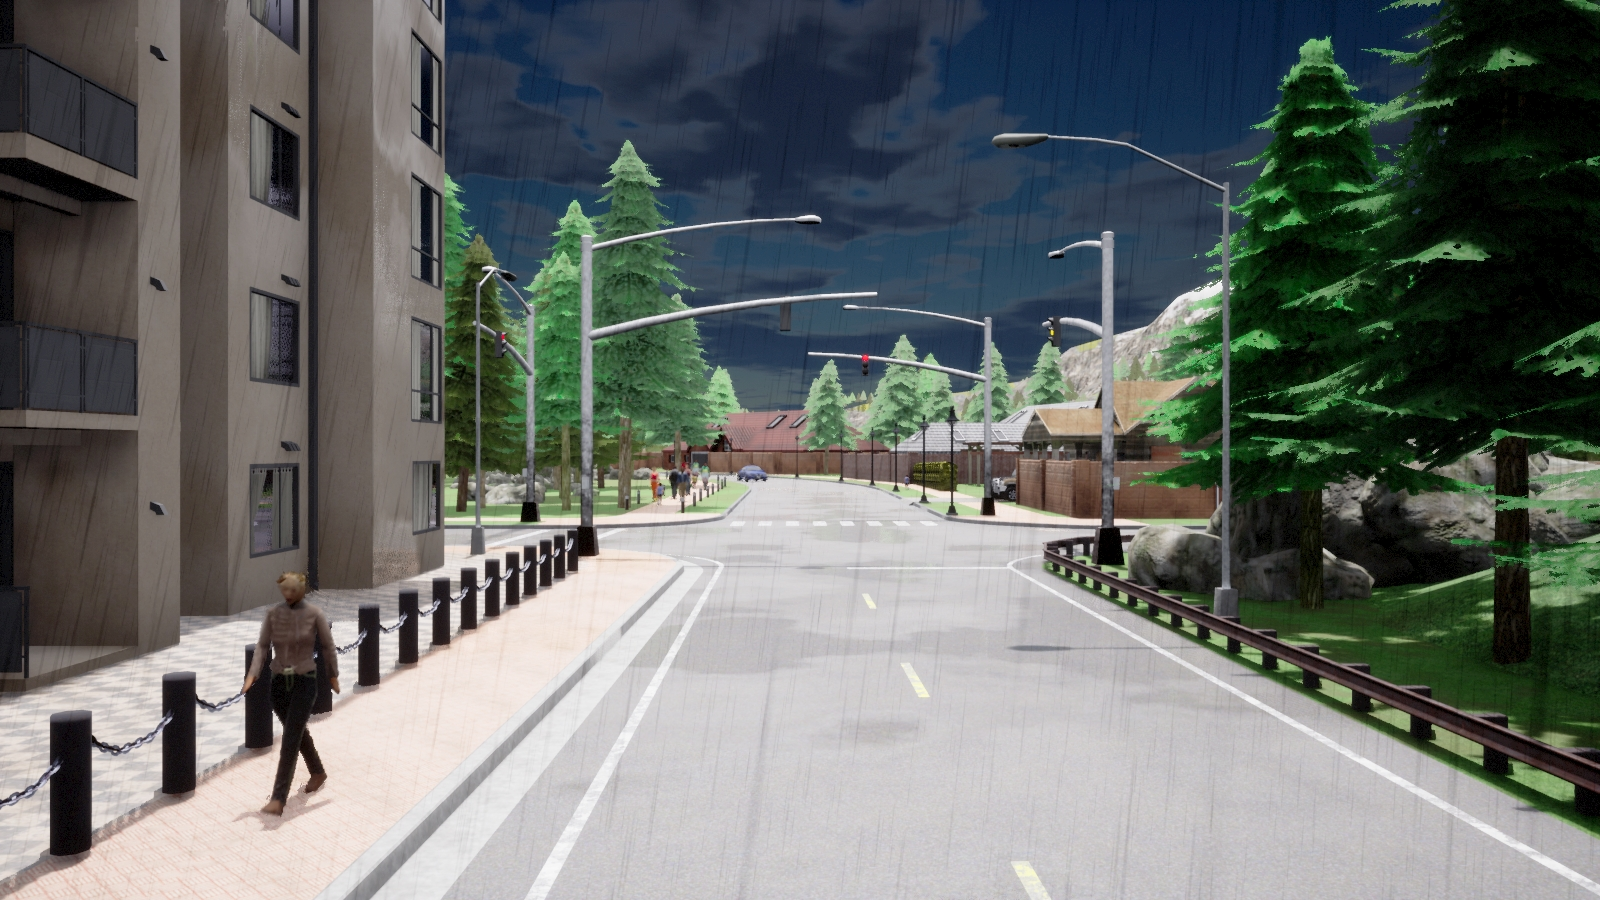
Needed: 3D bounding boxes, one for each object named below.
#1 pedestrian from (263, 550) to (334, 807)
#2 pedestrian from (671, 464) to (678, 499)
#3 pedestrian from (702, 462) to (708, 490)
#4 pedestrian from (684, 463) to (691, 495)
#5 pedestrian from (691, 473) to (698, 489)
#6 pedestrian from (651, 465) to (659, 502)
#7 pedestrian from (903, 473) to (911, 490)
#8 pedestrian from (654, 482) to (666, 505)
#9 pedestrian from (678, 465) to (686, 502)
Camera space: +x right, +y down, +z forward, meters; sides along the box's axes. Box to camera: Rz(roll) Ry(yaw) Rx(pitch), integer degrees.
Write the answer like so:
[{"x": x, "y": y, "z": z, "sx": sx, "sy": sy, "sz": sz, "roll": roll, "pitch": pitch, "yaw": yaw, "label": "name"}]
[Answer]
[{"x": -3.770, "y": 1.698, "z": 8.604, "sx": 0.375, "sy": 1.860, "sz": 0.375, "roll": 0, "pitch": 0, "yaw": -1, "label": "pedestrian"}, {"x": -6.775, "y": 1.702, "z": 61.793, "sx": 0.375, "sy": 1.860, "sz": 0.375, "roll": 0, "pitch": 0, "yaw": -7, "label": "pedestrian"}, {"x": -6.221, "y": 1.709, "z": 74.916, "sx": 0.375, "sy": 1.860, "sz": 0.375, "roll": 0, "pitch": 0, "yaw": -3, "label": "pedestrian"}, {"x": -6.533, "y": 1.704, "z": 66.327, "sx": 0.375, "sy": 1.860, "sz": 0.375, "roll": 0, "pitch": 0, "yaw": -2, "label": "pedestrian"}, {"x": -7.158, "y": 2.090, "z": 77.678, "sx": 0.500, "sy": 1.100, "sz": 0.500, "roll": 0, "pitch": 0, "yaw": -4, "label": "pedestrian"}, {"x": -7.361, "y": 1.699, "z": 58.036, "sx": 0.375, "sy": 1.860, "sz": 0.375, "roll": 0, "pitch": 0, "yaw": 1, "label": "pedestrian"}, {"x": 7.079, "y": 2.094, "z": 75.633, "sx": 0.500, "sy": 1.100, "sz": 0.500, "roll": 0, "pitch": 0, "yaw": -3, "label": "pedestrian"}, {"x": -6.691, "y": 2.079, "z": 54.573, "sx": 0.500, "sy": 1.100, "sz": 0.500, "roll": 0, "pitch": 0, "yaw": -1, "label": "pedestrian"}, {"x": -5.931, "y": 1.698, "z": 57.407, "sx": 0.375, "sy": 1.860, "sz": 0.375, "roll": 0, "pitch": 0, "yaw": 1, "label": "pedestrian"}]
